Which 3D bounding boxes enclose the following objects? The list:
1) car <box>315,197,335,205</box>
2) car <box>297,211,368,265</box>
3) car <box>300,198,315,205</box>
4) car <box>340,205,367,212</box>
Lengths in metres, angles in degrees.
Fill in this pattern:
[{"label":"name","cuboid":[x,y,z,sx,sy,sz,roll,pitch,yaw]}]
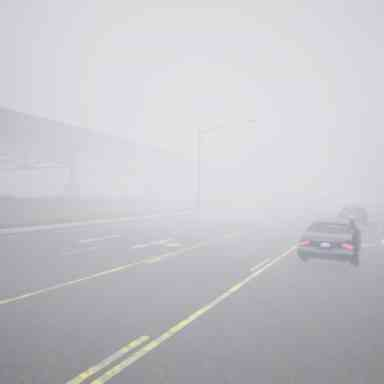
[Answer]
[{"label":"car","cuboid":[25.113,1.669,62.038,1.837,1.490,4.892,0,0,39]},{"label":"car","cuboid":[5.231,1.663,12.292,2.033,1.411,5.357,0,0,28]},{"label":"car","cuboid":[22.696,1.765,64.640,1.895,1.301,4.718,0,0,40]},{"label":"car","cuboid":[12.764,1.731,26.325,1.994,1.385,4.181,0,0,28]}]
